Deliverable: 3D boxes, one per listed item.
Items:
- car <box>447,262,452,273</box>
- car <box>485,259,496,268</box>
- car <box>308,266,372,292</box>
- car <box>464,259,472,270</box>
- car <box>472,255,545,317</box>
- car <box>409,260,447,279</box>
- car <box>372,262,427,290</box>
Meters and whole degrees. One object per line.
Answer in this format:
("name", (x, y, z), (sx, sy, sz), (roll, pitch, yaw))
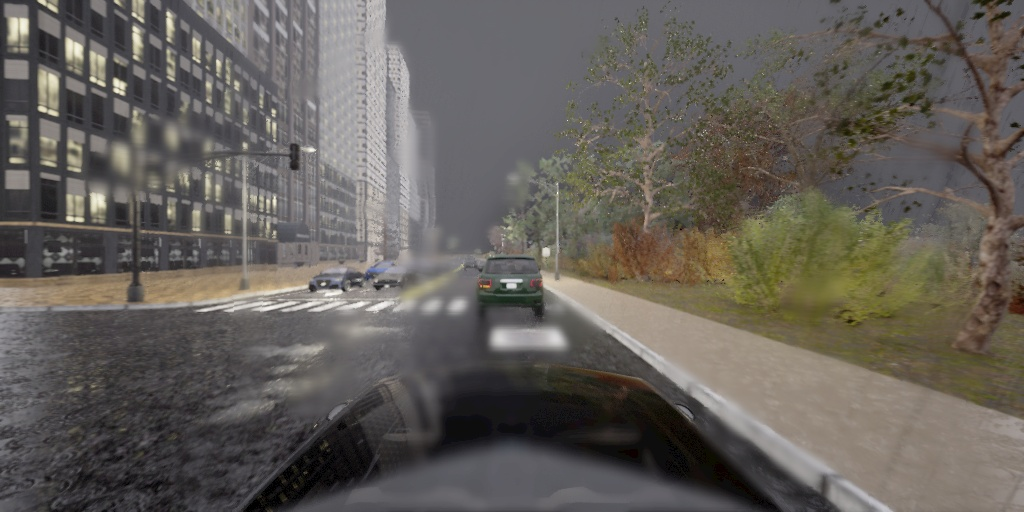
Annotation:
("car", (-8.270, 1.323, 42.579), (1.994, 1.385, 4.181), (0, 0, -5))
("car", (-3.844, 1.250, 63.435), (1.837, 1.490, 4.892), (0, 0, -6))
("car", (-10.303, 1.329, 21.428), (1.994, 1.385, 4.181), (0, 0, -2))
("car", (-5.905, 1.257, 52.146), (1.837, 1.490, 4.892), (0, 0, -6))
("car", (-0.077, 0.976, 13.262), (2.150, 2.045, 5.566), (0, 0, -1))
("car", (-7.594, 1.309, 32.774), (2.033, 1.411, 5.357), (0, 0, -3))
("car", (-7.096, 1.310, 22.714), (2.033, 1.411, 5.357), (0, 0, -2))
